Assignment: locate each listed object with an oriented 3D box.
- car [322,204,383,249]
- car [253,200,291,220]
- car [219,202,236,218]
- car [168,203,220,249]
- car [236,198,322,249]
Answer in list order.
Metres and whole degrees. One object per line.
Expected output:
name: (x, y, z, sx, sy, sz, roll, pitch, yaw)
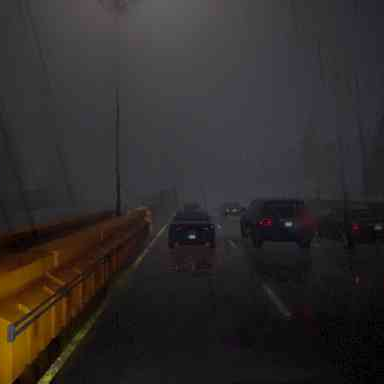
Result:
car: (7.000, 1.367, 14.620, 2.097, 1.767, 4.553, 0, 0, 0)
car: (7.000, 1.496, 29.650, 2.128, 1.511, 4.902, 0, 0, 0)
car: (3.500, 1.564, 29.650, 2.033, 1.411, 5.357, 0, 0, 0)
car: (0.000, 1.486, 14.650, 1.882, 1.535, 5.008, 0, 0, 0)
car: (3.500, 1.259, 14.680, 2.150, 2.045, 5.566, 0, 0, 0)
